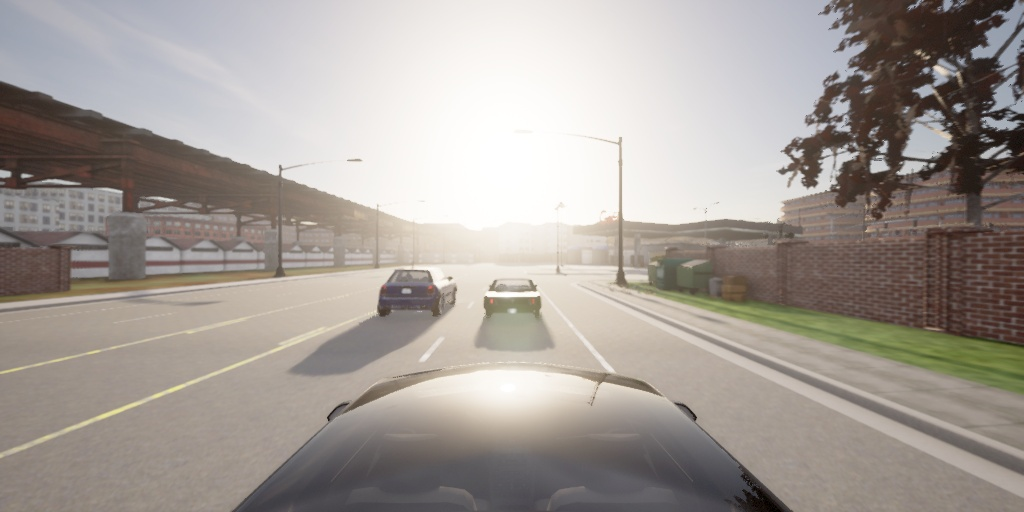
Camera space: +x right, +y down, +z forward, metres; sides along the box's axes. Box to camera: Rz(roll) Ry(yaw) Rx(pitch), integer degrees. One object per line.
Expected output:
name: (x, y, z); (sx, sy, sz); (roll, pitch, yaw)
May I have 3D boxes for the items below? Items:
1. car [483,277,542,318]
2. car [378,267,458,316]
car: (0.041, 1.435, 13.421); (1.895, 1.301, 4.718); (0, 0, 1)
car: (-3.451, 1.188, 13.943); (2.097, 1.767, 4.553); (0, 0, 1)
